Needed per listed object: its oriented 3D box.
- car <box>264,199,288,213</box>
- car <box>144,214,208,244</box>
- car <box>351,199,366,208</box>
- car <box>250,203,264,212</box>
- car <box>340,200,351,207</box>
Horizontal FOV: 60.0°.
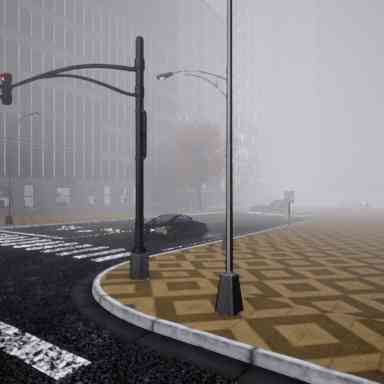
[{"bbox_3d":[13.776,2.158,52.262,2.150,2.045,5.566,0,-1,33],"label":"car"},{"bbox_3d":[-0.832,1.854,17.786,1.994,1.385,4.181,0,-1,33],"label":"car"},{"bbox_3d":[42.288,3.147,84.351,1.882,1.535,5.008,0,-1,33],"label":"car"},{"bbox_3d":[11.061,2.497,54.048,1.994,1.385,4.181,0,-1,33],"label":"car"},{"bbox_3d":[39.560,3.205,86.117,2.033,1.411,5.357,0,-1,33],"label":"car"}]
